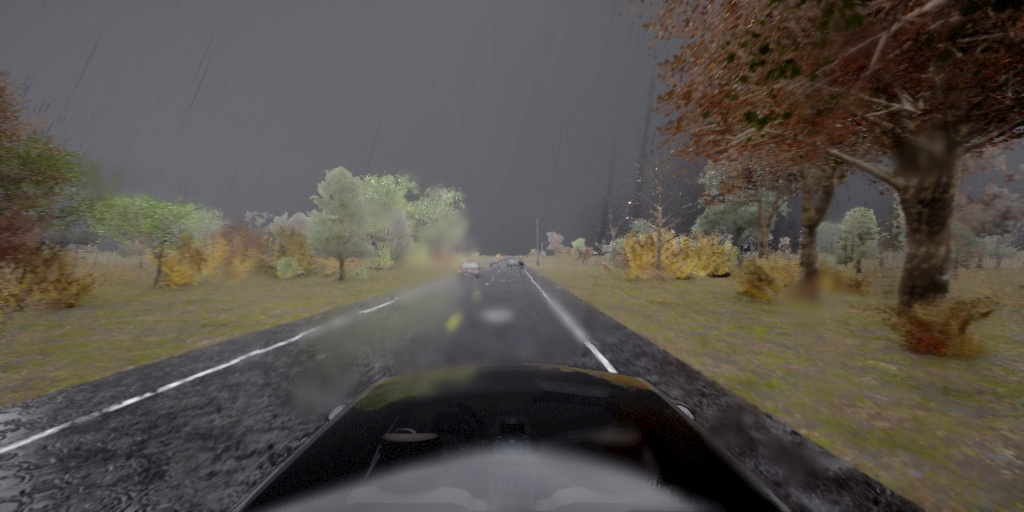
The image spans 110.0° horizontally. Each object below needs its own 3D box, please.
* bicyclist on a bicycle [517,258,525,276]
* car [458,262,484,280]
[{"bbox_3d":[0.964,1.134,35.015,0.659,1.776,1.843,0,0,0],"label":"bicyclist on a bicycle"},{"bbox_3d":[-3.580,1.288,31.779,1.812,1.442,4.674,0,0,0],"label":"car"}]
